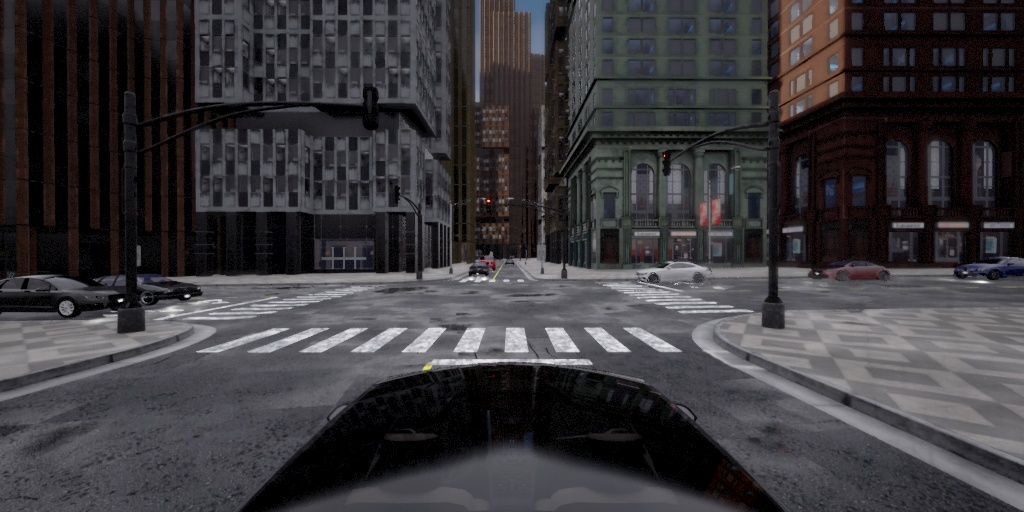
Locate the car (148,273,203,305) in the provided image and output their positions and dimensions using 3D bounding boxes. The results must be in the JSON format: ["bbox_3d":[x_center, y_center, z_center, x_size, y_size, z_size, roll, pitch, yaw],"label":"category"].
[{"bbox_3d":[-17.863,1.523,17.023,5.357,1.411,2.033,-1,0,5],"label":"car"}]

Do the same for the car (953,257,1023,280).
[{"bbox_3d":[32.381,0.808,23.800,4.674,1.442,1.812,-1,0,-1],"label":"car"}]

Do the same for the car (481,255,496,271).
[{"bbox_3d":[-3.346,0.928,48.899,2.150,2.045,5.566,0,0,-1],"label":"car"}]

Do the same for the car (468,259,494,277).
[{"bbox_3d":[-3.236,1.276,36.193,2.033,1.411,5.357,0,0,0],"label":"car"}]

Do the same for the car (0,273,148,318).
[{"bbox_3d":[-17.420,1.492,13.717,4.892,1.490,1.837,-1,0,0],"label":"car"}]

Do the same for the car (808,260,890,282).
[{"bbox_3d":[22.247,0.975,23.780,4.181,1.385,1.994,-1,0,0],"label":"car"}]

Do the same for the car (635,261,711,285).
[{"bbox_3d":[10.635,1.086,23.785,4.674,1.442,1.812,-1,0,1],"label":"car"}]

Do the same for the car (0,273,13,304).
[{"bbox_3d":[-27.350,1.609,16.942,4.892,1.490,1.837,-1,0,0],"label":"car"}]
